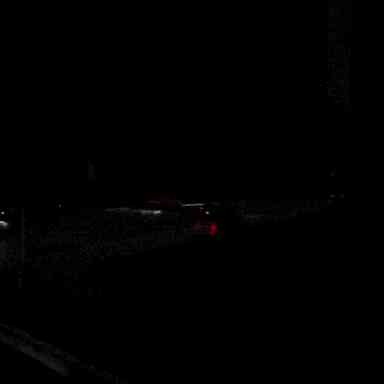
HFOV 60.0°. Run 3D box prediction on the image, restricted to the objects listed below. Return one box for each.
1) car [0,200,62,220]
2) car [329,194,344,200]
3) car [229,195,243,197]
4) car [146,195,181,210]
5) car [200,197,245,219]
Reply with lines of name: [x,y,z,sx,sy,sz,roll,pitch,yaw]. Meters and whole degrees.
car: [-11.696,1.252,24.223,1.994,1.385,4.181,1,1,32]
car: [36.565,1.262,85.151,2.128,1.511,4.902,1,1,36]
car: [6.861,1.192,53.407,2.128,1.511,4.902,1,1,32]
car: [-3.183,1.154,37.696,1.882,1.535,5.008,1,1,32]
car: [2.367,1.349,26.645,1.812,1.442,4.674,1,0,32]
